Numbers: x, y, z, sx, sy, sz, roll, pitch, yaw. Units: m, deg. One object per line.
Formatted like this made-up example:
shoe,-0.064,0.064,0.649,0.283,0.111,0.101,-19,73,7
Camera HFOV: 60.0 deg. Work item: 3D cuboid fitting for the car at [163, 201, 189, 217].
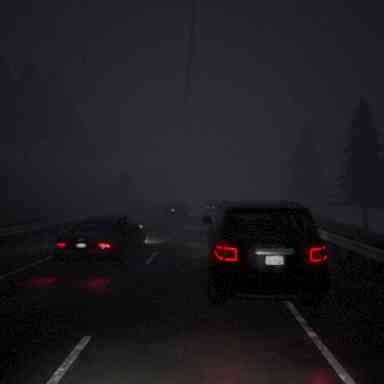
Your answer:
car,-1.453,1.554,30.965,1.994,1.385,4.181,0,0,6

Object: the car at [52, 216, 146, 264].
car,-2.961,1.543,11.792,2.033,1.411,5.357,0,0,3

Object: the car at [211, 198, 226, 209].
car,3.759,1.587,46.550,1.895,1.301,4.718,0,0,8

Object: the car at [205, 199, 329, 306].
car,1.471,1.223,8.180,2.150,2.045,5.566,0,0,2

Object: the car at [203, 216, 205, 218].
car,2.400,1.537,34.455,2.033,1.411,5.357,0,0,7
